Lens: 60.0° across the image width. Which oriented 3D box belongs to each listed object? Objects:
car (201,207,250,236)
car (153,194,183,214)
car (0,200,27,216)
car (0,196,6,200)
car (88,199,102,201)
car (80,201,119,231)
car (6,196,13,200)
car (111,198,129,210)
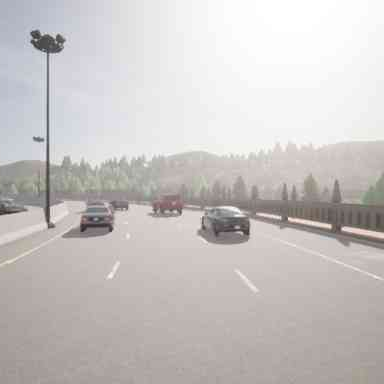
[{"bbox_3d":[1.766,1.525,18.238,1.812,1.442,4.674,0,0,-10],"label":"car"},{"bbox_3d":[-2.614,1.222,35.036,2.150,2.045,5.566,0,0,-19],"label":"car"},{"bbox_3d":[-14.960,1.600,27.305,1.895,1.301,4.718,0,0,-18],"label":"car"},{"bbox_3d":[-23.188,1.491,38.583,2.128,1.511,4.902,0,0,-26],"label":"car"},{"bbox_3d":[-10.817,1.490,36.863,2.128,1.511,4.902,0,0,-22],"label":"car"},{"bbox_3d":[-5.750,1.547,20.535,2.033,1.411,5.357,0,0,-12],"label":"car"},{"bbox_3d":[-34.845,1.521,62.429,1.812,1.442,4.674,0,0,-40],"label":"car"},{"bbox_3d":[-9.435,1.490,42.477,2.128,1.511,4.902,0,0,-24],"label":"car"}]
